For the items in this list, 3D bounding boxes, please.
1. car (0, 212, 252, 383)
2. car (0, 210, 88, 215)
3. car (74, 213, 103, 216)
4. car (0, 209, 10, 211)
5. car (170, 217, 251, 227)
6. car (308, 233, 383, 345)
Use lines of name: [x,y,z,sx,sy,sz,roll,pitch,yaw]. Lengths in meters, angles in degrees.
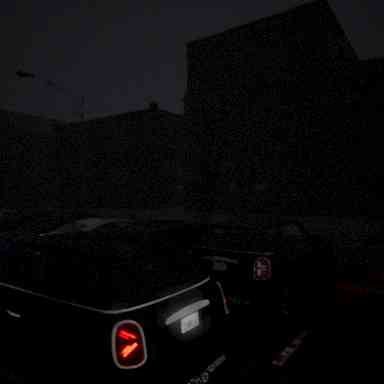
car: [-1.741,1.354,4.647,4.553,1.767,2.097,0,0,36]
car: [-4.960,1.522,12.541,2.163,1.488,4.792,0,0,36]
car: [-2.739,1.528,10.968,2.002,1.452,4.674,0,0,36]
car: [-7.193,1.528,14.156,2.163,1.488,4.792,0,0,36]
car: [-0.456,1.513,9.357,2.163,1.488,4.792,0,0,36]
car: [3.992,1.480,6.098,2.097,1.535,5.008,0,0,36]
